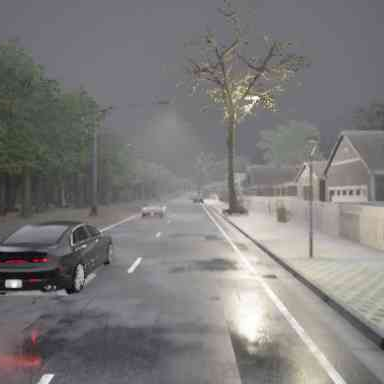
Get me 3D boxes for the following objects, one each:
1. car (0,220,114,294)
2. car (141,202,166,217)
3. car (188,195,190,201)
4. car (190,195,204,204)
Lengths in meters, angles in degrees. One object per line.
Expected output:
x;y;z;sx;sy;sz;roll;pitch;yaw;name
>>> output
-3.402;1.504;8.776;1.837;1.490;4.892;0;0;0;car
-3.408;1.606;30.702;1.895;1.301;4.718;0;0;0;car
-0.028;1.481;83.692;2.033;1.411;5.357;0;0;0;car
1.202;1.391;64.999;2.097;1.767;4.553;0;0;0;car
